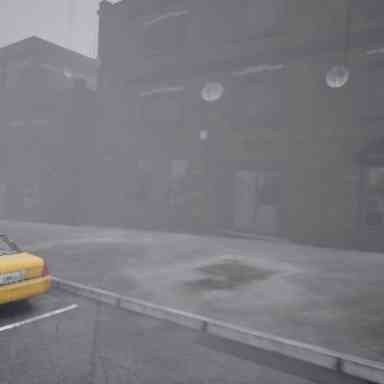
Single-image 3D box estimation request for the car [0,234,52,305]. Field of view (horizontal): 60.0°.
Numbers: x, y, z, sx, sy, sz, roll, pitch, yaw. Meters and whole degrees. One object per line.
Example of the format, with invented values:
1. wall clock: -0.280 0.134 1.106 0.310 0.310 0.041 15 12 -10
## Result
1. car: -5.223 1.457 7.250 5.366 1.575 1.946 0 0 35
